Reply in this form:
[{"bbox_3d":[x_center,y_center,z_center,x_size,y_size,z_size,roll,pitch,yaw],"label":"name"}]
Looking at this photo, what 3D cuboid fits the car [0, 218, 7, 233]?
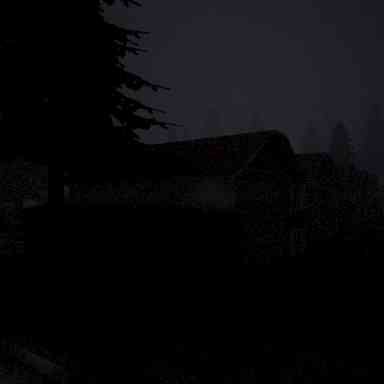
[{"bbox_3d":[-13.143,1.962,18.749,2.128,1.511,4.902,-1,-1,37],"label":"car"}]
